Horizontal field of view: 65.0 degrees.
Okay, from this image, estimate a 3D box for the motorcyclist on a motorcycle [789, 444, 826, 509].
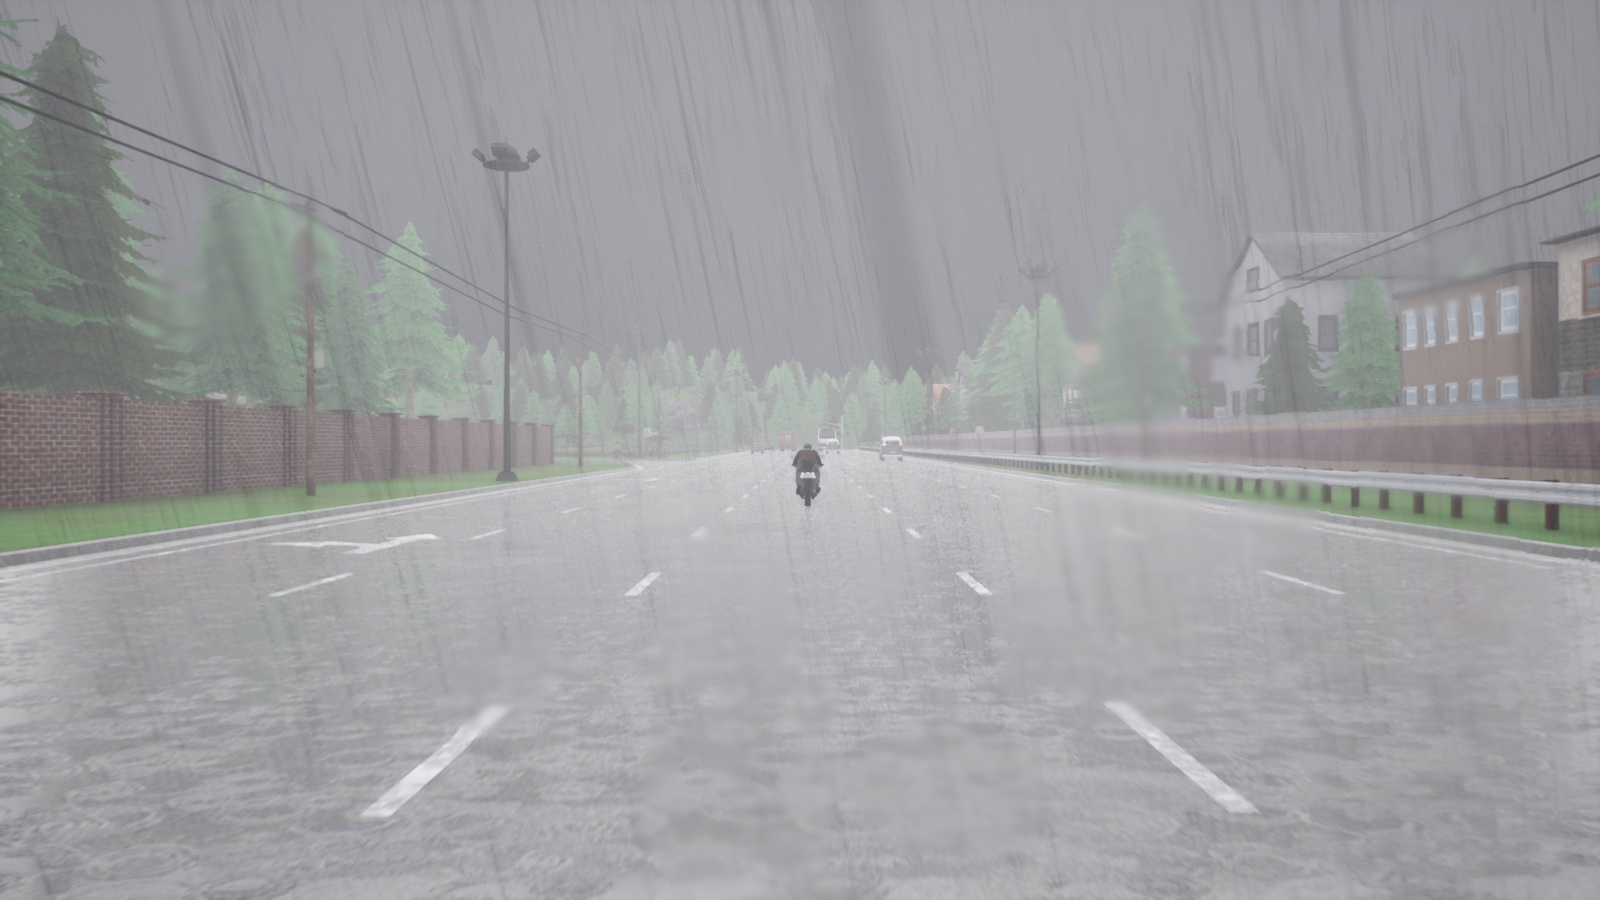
[{"bbox_3d":[0.190,0.612,30.661,0.866,1.530,2.191,0,0,0],"label":"motorcyclist on a motorcycle"}]
